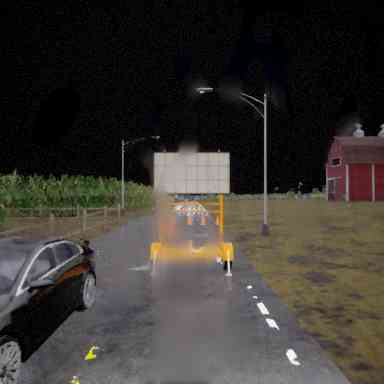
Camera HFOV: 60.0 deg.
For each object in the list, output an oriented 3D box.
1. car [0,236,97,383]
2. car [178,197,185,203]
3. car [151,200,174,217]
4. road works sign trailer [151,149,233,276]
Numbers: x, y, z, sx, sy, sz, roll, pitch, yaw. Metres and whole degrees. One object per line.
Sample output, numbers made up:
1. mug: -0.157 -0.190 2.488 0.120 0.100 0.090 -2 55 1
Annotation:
1. car: -2.855 1.495 4.965 2.128 1.511 4.902 0 0 0
2. car: -2.866 2.204 90.190 1.837 1.490 4.892 0 -1 0
3. car: -2.789 1.568 32.234 1.837 1.490 4.892 0 0 0
4. road works sign trailer: -0.007 0.477 10.382 2.380 3.560 2.880 0 0 0
